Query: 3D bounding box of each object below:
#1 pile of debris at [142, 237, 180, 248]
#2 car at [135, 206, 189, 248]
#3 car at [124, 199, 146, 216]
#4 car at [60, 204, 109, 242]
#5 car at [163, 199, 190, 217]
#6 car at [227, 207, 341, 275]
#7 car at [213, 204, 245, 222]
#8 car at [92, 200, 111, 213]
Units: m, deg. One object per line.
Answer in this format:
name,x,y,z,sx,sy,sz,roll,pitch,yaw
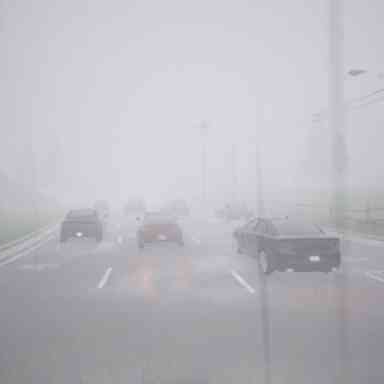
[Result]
pile of debris,-1.394,2.218,14.643,1.500,0.140,1.860,0,0,-10
car,-1.532,1.570,15.028,1.812,1.442,4.674,0,0,-10
car,-5.941,1.474,34.611,2.097,1.767,4.553,0,0,-13
car,-5.444,1.589,17.013,1.837,1.490,4.892,0,0,-11
car,-1.620,1.430,31.562,2.097,1.767,4.553,0,0,-13
car,2.697,1.476,10.588,1.882,1.535,5.008,0,0,-7
car,3.181,1.628,26.561,1.895,1.301,4.718,0,0,-13
car,-10.624,1.679,39.153,1.837,1.490,4.892,0,0,-14
